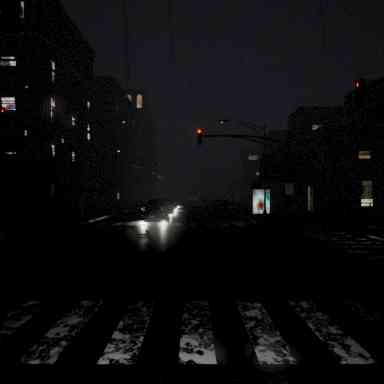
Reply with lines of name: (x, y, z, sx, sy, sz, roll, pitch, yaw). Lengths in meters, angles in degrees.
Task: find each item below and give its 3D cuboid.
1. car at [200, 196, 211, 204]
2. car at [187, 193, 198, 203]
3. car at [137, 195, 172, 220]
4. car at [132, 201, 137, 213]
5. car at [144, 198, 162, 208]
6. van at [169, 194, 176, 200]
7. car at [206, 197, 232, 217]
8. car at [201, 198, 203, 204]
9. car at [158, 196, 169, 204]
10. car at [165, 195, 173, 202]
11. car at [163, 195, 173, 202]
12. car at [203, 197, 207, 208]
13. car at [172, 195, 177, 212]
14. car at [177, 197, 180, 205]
car: (2.726, 1.592, 66.017, 2.008, 1.369, 4.403, -1, 0, 0)
car: (0.130, 1.269, 70.549, 2.150, 2.045, 5.566, 0, 0, 0)
car: (-3.081, 1.355, 28.221, 2.097, 1.767, 4.553, 0, 0, 0)
car: (-5.673, 1.561, 37.526, 2.008, 1.369, 4.403, 0, 0, 0)
car: (-5.665, 1.572, 48.920, 2.008, 1.369, 4.403, 0, 0, 0)
van: (-5.639, 1.431, 94.493, 1.690, 1.788, 3.998, -1, 0, 0)
car: (2.704, 1.446, 31.836, 1.967, 1.590, 4.097, 0, 0, 0)
car: (2.715, 1.572, 48.927, 2.008, 1.369, 4.403, 0, 0, 0)
car: (-5.655, 1.566, 65.840, 1.752, 1.417, 4.829, 0, 0, 0)
car: (-5.645, 1.593, 82.929, 1.752, 1.417, 4.829, -1, 0, 0)
car: (-5.649, 1.498, 77.402, 1.967, 1.590, 4.097, 0, 0, 0)
car: (2.712, 1.598, 43.230, 1.802, 1.307, 4.206, 0, 0, 0)
car: (-3.072, 1.489, 38.199, 1.882, 1.535, 5.008, 0, 0, 0)
car: (-3.066, 1.621, 47.604, 1.895, 1.301, 4.718, 0, 0, 0)
